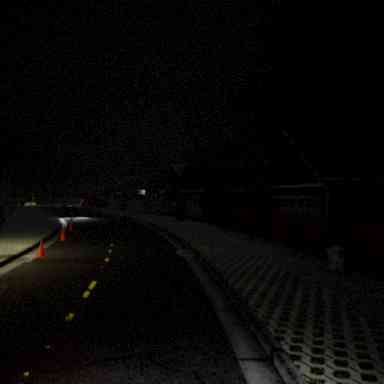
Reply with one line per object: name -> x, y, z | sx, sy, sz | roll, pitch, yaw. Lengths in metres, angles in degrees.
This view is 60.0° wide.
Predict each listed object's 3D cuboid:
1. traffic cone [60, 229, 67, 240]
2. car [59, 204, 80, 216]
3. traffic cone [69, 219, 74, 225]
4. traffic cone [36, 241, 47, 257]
traffic cone -> -6.670, 2.195, 17.232 | 0.340, 0.580, 0.340 | 0, -1, -14
car -> -14.875, 2.119, 40.273 | 1.895, 1.301, 4.718 | 0, -1, -27
traffic cone -> -7.980, 2.257, 21.898 | 0.340, 0.580, 0.340 | 0, -1, -17
traffic cone -> -5.651, 2.131, 12.495 | 0.340, 0.580, 0.340 | 0, -1, -10
